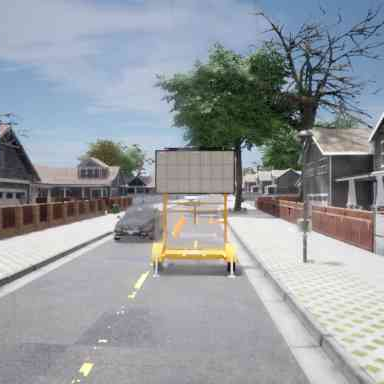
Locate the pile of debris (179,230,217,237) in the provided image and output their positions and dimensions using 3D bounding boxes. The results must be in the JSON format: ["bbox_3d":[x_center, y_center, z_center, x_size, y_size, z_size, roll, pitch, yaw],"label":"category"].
[{"bbox_3d":[0.330,2.144,17.142,1.860,0.140,1.500,0,0,2],"label":"pile of debris"}]

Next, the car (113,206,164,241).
[{"bbox_3d":[-2.508,1.486,16.556,1.837,1.490,4.892,0,0,2],"label":"car"}]

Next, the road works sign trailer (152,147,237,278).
[{"bbox_3d":[0.097,0.457,10.144,2.380,3.560,2.880,0,0,2],"label":"road works sign trailer"}]

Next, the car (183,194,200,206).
[{"bbox_3d":[-0.020,1.064,50.989,2.150,2.045,5.566,0,0,6],"label":"car"}]
